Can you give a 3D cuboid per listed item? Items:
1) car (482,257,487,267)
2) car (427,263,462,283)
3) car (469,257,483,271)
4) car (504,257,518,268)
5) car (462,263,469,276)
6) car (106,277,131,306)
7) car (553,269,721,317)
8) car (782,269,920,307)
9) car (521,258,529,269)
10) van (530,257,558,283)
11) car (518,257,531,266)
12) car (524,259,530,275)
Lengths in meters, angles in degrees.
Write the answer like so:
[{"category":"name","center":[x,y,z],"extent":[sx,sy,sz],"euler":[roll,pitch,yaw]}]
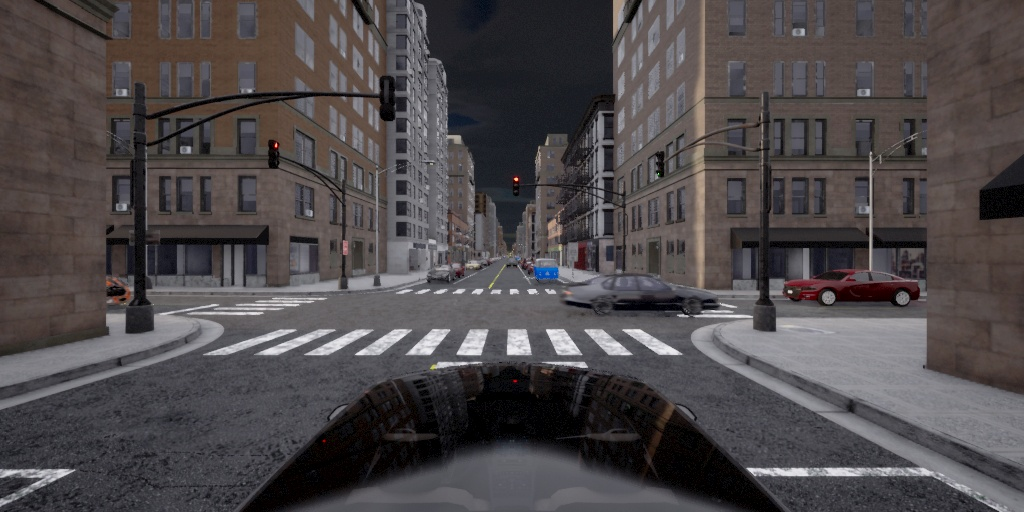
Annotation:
[{"category":"car","center":[-5.489,1.306,56.342],"extent":[1.948,1.339,4.313],"euler":[0,0,0]},{"category":"car","center":[-5.437,1.299,27.932],"extent":[2.007,1.370,4.403],"euler":[0,0,0]},{"category":"car","center":[-5.478,1.270,50.490],"extent":[1.751,1.417,4.829],"euler":[0,0,0]},{"category":"car","center":[-0.013,1.337,61.567],"extent":[1.895,1.301,4.718],"euler":[0,0,0]},{"category":"car","center":[-5.447,1.293,33.614],"extent":[1.888,1.381,4.507],"euler":[0,0,0]},{"category":"car","center":[-16.621,1.009,12.766],"extent":[4.553,1.767,2.097],"euler":[0,0,0]},{"category":"car","center":[4.370,1.328,12.840],"extent":[5.357,1.411,2.033],"euler":[0,0,0]},{"category":"car","center":[14.789,1.326,15.820],"extent":[5.008,1.535,1.882],"euler":[0,0,1]},{"category":"car","center":[2.547,1.326,50.681],"extent":[1.802,1.307,4.207],"euler":[0,0,0]},{"category":"van","center":[2.589,1.090,27.956],"extent":[1.690,1.789,3.998],"euler":[0,0,0]},{"category":"car","center":[2.536,1.055,56.363],"extent":[2.192,1.841,5.009],"euler":[0,0,0]},{"category":"car","center":[2.568,1.330,39.318],"extent":[1.802,1.307,4.207],"euler":[0,0,0]}]
